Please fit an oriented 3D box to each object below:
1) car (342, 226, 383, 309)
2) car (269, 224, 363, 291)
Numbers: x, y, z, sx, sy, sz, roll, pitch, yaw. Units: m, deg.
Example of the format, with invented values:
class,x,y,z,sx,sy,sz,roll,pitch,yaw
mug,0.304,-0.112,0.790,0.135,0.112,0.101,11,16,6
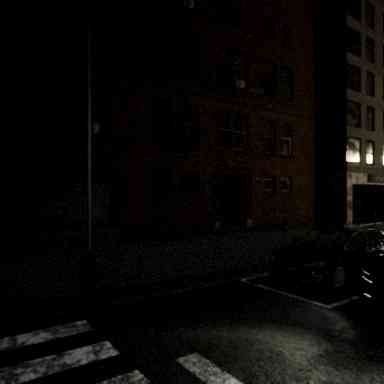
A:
class,x,y,z,sx,sy,sz,roll,pitch,yaw
car,5.460,1.499,6.946,5.008,1.535,1.882,0,0,-35
car,3.974,1.581,9.020,4.403,1.369,2.008,0,0,-35
